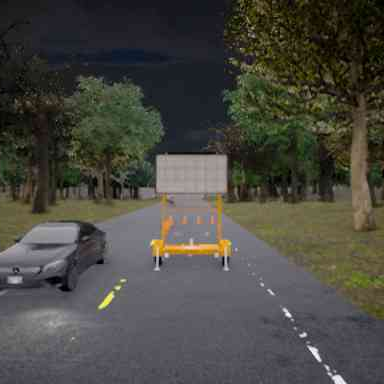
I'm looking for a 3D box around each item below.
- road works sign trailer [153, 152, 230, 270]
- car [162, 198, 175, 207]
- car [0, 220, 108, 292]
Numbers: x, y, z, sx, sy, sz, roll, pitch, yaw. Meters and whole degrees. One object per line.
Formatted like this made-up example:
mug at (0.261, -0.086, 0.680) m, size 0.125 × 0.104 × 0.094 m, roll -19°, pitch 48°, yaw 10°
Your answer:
road works sign trailer at (-0.009, 0.475, 11.030) m, size 2.380 × 3.560 × 2.880 m, roll 0°, pitch 0°, yaw 0°
car at (-3.628, 1.605, 52.347) m, size 1.895 × 1.301 × 4.718 m, roll 0°, pitch 0°, yaw 0°
car at (-3.607, 1.535, 9.109) m, size 1.812 × 1.442 × 4.674 m, roll 0°, pitch 0°, yaw 0°
